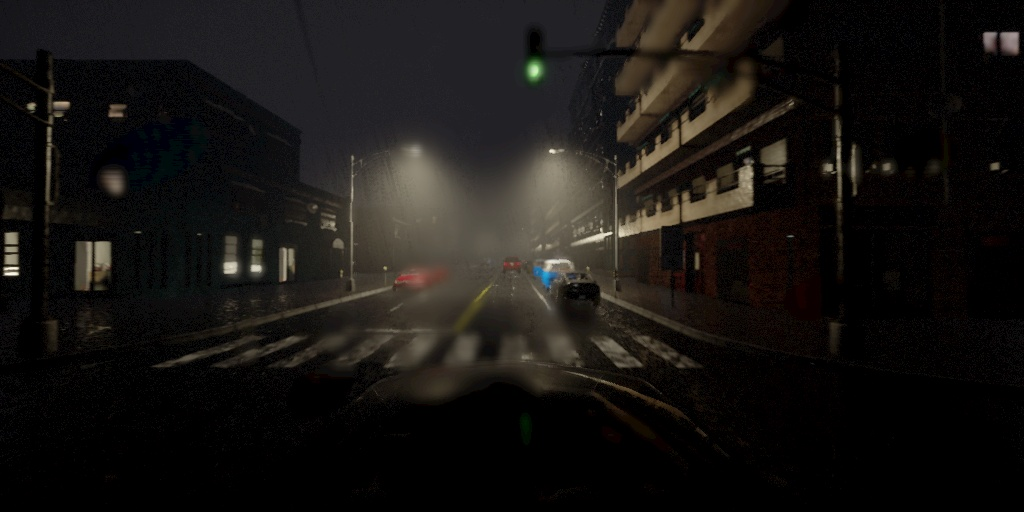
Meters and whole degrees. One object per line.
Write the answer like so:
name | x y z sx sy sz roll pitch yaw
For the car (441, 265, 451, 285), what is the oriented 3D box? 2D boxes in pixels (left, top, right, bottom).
car | -5.694 1.367 26.978 1.888 1.381 4.507 0 0 0

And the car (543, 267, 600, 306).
car | 2.689 1.341 15.854 2.007 1.370 4.403 0 0 0

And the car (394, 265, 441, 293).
car | -5.693 1.388 21.397 1.802 1.307 4.207 0 0 0

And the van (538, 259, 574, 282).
van | 2.688 1.147 21.434 1.690 1.789 3.998 0 0 0

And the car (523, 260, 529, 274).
car | 2.684 1.389 43.927 1.751 1.417 4.829 0 0 0

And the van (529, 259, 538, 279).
van | 2.686 1.177 32.597 1.690 1.789 3.998 0 0 0

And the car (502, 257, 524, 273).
car | -0.007 1.088 44.955 2.150 2.045 5.566 0 0 0
